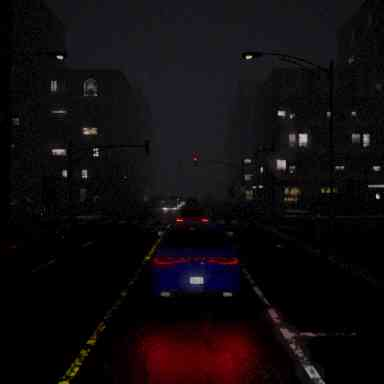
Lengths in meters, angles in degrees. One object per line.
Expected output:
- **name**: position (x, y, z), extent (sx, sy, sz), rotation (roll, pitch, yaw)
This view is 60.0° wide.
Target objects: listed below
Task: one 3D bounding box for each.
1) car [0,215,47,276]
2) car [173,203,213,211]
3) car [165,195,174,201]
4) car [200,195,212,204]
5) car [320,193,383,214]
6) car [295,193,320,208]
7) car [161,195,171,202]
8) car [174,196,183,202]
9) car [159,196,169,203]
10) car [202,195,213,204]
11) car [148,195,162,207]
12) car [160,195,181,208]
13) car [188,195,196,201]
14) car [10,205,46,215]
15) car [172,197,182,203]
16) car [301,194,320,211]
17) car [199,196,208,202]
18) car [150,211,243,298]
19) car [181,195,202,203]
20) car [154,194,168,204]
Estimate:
- **car**: position (-5.750, 1.580, 9.795), extent (1.802, 1.307, 4.206), rotation (0, 0, 0)
- **car**: position (0.080, 1.523, 17.930), extent (1.812, 1.442, 4.674), rotation (0, 0, 1)
- **car**: position (-5.779, 1.466, 85.914), extent (1.967, 1.590, 4.097), rotation (0, 0, 0)
- **car**: position (2.625, 1.451, 63.195), extent (1.967, 1.590, 4.097), rotation (0, 0, 0)
- **car**: position (14.664, 1.024, 29.778), extent (5.009, 1.841, 2.192), rotation (-1, 1, -1)
- **car**: position (14.521, 1.008, 38.156), extent (5.009, 1.841, 2.192), rotation (-1, 1, -1)
- **car**: position (-5.767, 1.458, 74.549), extent (1.967, 1.590, 4.097), rotation (0, 0, 0)
- **car**: position (-3.082, 1.608, 78.519), extent (1.895, 1.301, 4.718), rotation (0, 0, 0)
- **car**: position (-5.761, 1.539, 68.696), extent (1.752, 1.417, 4.829), rotation (0, 0, 0)
- **car**: position (2.630, 1.448, 57.512), extent (1.967, 1.590, 4.097), rotation (0, 0, 0)
- **car**: position (-5.743, 1.572, 51.819), extent (1.947, 1.339, 4.313), rotation (0, 0, 0)
- **car**: position (-3.130, 1.552, 49.190), extent (2.033, 1.411, 5.357), rotation (0, 0, -1)
- **car**: position (-0.092, 1.555, 90.509), extent (2.128, 1.511, 4.902), rotation (0, 0, 0)
- **car**: position (-16.708, 1.883, 32.080), extent (4.718, 1.301, 1.895), rotation (-1, 0, -1)
- **car**: position (-3.081, 1.615, 68.180), extent (1.895, 1.301, 4.718), rotation (0, 0, 0)
- **car**: position (14.747, 1.199, 35.587), extent (4.892, 1.490, 1.837), rotation (-1, 0, -1)
- **car**: position (2.614, 1.600, 74.560), extent (1.802, 1.307, 4.206), rotation (0, 0, 0)
- **car**: position (0.094, 1.476, 8.590), extent (1.882, 1.535, 5.008), rotation (0, 0, 0)
- **car**: position (-0.006, 1.481, 46.632), extent (1.882, 1.535, 5.008), rotation (0, 0, 3)
- **car**: position (-5.756, 1.326, 63.184), extent (2.192, 1.841, 5.009), rotation (0, 0, 0)
